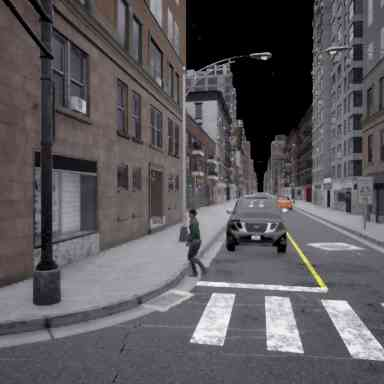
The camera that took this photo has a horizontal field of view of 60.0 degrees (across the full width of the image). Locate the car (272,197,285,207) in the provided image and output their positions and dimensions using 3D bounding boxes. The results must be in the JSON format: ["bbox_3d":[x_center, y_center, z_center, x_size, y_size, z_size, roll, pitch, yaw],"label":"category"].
[{"bbox_3d":[13.682,1.502,52.854,1.837,1.490,4.892,0,0,11],"label":"car"}]

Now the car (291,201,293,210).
[{"bbox_3d":[11.801,1.356,43.185,2.097,1.767,4.553,0,0,12],"label":"car"}]

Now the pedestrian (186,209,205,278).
[{"bbox_3d":[0.060,1.298,8.721,0.375,1.860,0.375,0,0,11],"label":"pedestrian"}]

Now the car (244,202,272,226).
[{"bbox_3d":[4.772,1.534,24.231,1.812,1.442,4.674,0,0,11],"label":"car"}]

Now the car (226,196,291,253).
[{"bbox_3d":[2.756,1.228,14.188,2.150,2.045,5.566,0,0,11],"label":"car"}]

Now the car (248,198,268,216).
[{"bbox_3d":[6.806,1.485,34.286,1.882,1.535,5.008,0,0,12],"label":"car"}]
